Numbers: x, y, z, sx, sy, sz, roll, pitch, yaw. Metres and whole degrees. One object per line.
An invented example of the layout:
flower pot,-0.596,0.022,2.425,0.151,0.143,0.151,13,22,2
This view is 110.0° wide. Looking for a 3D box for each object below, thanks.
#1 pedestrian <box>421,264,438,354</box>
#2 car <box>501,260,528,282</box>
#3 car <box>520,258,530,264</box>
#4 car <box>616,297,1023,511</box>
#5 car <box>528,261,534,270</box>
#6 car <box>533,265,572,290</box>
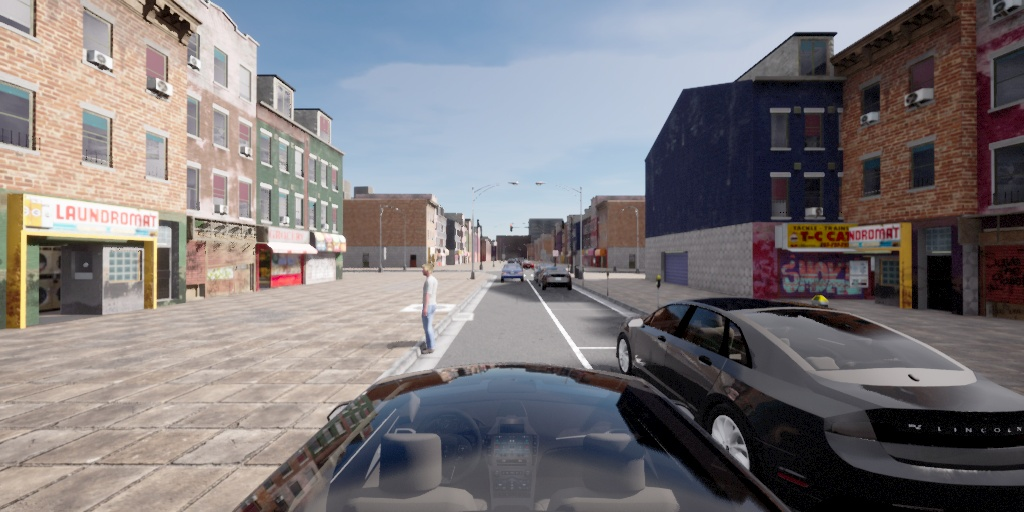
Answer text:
pedestrian,-1.686,1.044,7.379,0.375,1.860,0.375,0,0,0
car,0.022,1.317,29.458,2.033,1.411,5.357,0,0,0
car,2.516,1.376,56.873,1.888,1.381,4.507,0,0,0
car,2.744,1.256,4.440,1.837,1.490,4.892,0,0,0
car,2.580,1.317,27.843,2.007,1.370,4.403,0,0,0
car,2.593,1.325,22.168,1.948,1.339,4.313,0,0,0
